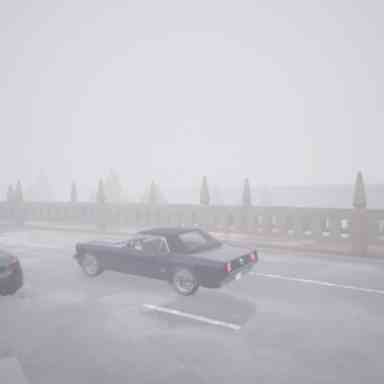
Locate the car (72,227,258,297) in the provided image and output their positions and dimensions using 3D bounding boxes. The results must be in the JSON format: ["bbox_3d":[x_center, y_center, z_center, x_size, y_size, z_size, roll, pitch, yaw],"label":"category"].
[{"bbox_3d":[-0.858,1.570,8.510,4.718,1.301,1.895,0,0,32],"label":"car"}]

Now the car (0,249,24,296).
[{"bbox_3d":[-5.647,1.546,7.243,4.181,1.385,1.994,0,0,30],"label":"car"}]
